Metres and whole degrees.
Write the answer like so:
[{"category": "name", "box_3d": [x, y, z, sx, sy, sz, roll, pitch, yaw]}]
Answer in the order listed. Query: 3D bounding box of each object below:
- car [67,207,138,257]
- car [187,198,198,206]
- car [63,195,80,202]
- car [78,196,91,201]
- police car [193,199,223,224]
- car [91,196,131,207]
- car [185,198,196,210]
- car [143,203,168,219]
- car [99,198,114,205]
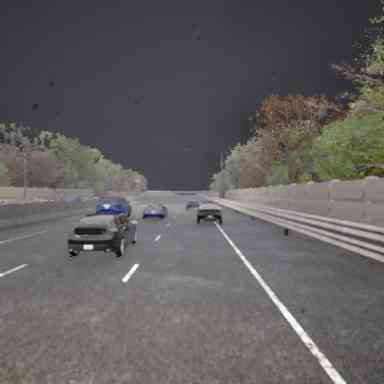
[{"category": "car", "box_3d": [-3.374, 1.558, 13.249, 1.837, 1.490, 4.892, 0, 0, 0]}, {"category": "car", "box_3d": [0.120, 1.808, 60.738, 1.837, 1.490, 4.892, 0, 0, 0]}, {"category": "car", "box_3d": [-24.366, 1.573, 67.960, 2.150, 2.045, 5.566, 0, 0, 0]}, {"category": "car", "box_3d": [-20.867, 1.846, 67.565, 1.837, 1.490, 4.892, 0, 0, 0]}, {"category": "police car", "box_3d": [1.276, 1.541, 25.953, 1.930, 1.638, 5.238, 0, 0, 0]}, {"category": "car", "box_3d": [-6.846, 1.356, 29.427, 2.150, 2.045, 5.566, 0, 0, 0]}, {"category": "car", "box_3d": [0.108, 1.729, 46.535, 1.837, 1.490, 4.892, 0, -1, 1]}, {"category": "car", "box_3d": [-3.336, 1.705, 30.741, 1.994, 1.385, 4.181, 0, 0, 0]}, {"category": "car", "box_3d": [-17.367, 1.898, 67.558, 1.994, 1.385, 4.181, 0, 0, 0]}]
